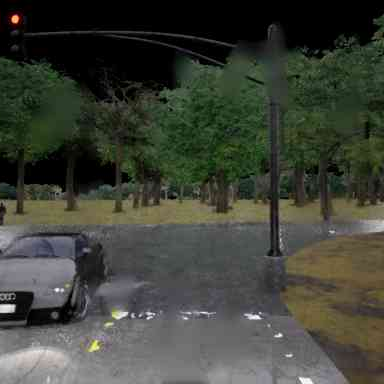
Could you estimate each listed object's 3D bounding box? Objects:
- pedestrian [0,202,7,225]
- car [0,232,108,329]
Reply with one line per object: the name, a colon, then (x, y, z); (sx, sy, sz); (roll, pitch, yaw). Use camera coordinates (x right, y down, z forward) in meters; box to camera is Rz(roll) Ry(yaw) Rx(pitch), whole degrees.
pedestrian: (-15.239, 1.718, 26.749); (0.375, 1.860, 0.375); (0, -1, 0)
car: (-2.994, 1.569, 6.983); (1.994, 1.385, 4.181); (0, 0, -6)
